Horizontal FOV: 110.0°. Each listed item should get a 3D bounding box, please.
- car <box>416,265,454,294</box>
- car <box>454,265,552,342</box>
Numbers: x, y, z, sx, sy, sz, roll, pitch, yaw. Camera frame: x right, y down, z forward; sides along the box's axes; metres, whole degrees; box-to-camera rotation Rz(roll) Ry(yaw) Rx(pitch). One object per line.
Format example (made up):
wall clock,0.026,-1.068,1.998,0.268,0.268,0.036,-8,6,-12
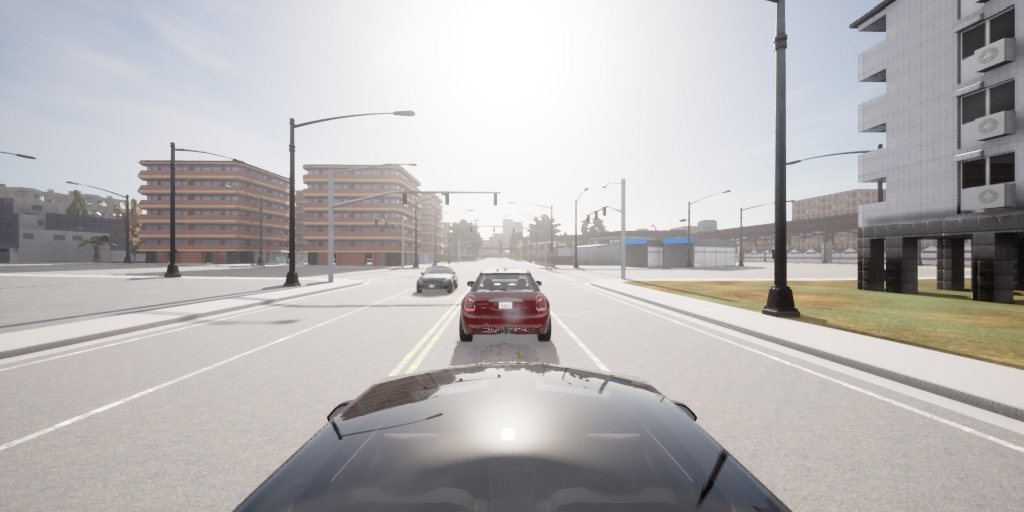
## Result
car,-4.188,1.277,20.641,1.812,1.442,4.674,0,0,-2
car,-0.203,1.102,9.981,2.097,1.767,4.553,0,0,-2
